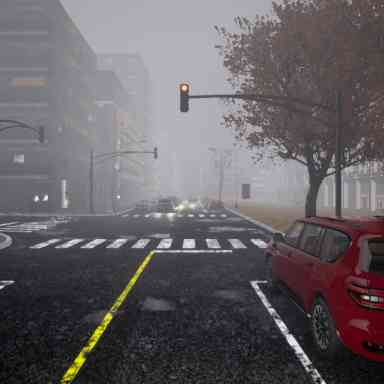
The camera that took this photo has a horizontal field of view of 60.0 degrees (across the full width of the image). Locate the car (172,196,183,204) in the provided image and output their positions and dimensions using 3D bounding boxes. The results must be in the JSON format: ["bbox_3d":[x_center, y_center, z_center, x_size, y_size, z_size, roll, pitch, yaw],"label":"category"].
[{"bbox_3d":[-2.910,1.594,68.684,2.033,1.411,5.357,0,0,0],"label":"car"}]

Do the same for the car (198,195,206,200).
[{"bbox_3d":[2.820,1.637,93.596,2.008,1.369,4.403,0,0,0],"label":"car"}]

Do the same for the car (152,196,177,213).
[{"bbox_3d":[-3.045,1.517,37.970,1.837,1.490,4.892,0,0,0],"label":"car"}]

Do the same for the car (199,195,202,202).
[{"bbox_3d":[2.782,1.625,65.932,1.802,1.307,4.206,0,0,0],"label":"car"}]

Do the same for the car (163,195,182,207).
[{"bbox_3d":[-3.023,1.380,51.073,2.097,1.767,4.553,0,0,0],"label":"car"}]

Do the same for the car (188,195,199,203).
[{"bbox_3d":[0.194,1.648,69.299,1.895,1.301,4.718,0,0,0],"label":"car"}]

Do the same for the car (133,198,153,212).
[{"bbox_3d":[-5.636,1.563,38.280,2.008,1.369,4.403,0,0,0],"label":"car"}]

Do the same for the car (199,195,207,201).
[{"bbox_3d":[2.813,1.620,88.063,1.887,1.381,4.507,0,0,0],"label":"car"}]

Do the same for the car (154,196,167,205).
[{"bbox_3d":[-5.606,1.476,60.412,1.967,1.590,4.097,0,0,0],"label":"car"}]

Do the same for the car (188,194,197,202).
[{"bbox_3d":[0.111,1.416,79.366,2.097,1.767,4.553,0,0,0],"label":"car"}]

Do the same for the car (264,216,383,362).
[{"bbox_3d":[2.700,1.315,5.881,2.192,1.841,5.009,0,0,0],"label":"car"}]

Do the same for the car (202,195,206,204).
[{"bbox_3d":[2.759,1.548,49.504,1.752,1.417,4.829,0,0,0],"label":"car"}]

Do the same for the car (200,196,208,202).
[{"bbox_3d":[2.797,1.583,77.168,1.752,1.417,4.829,0,0,0],"label":"car"}]

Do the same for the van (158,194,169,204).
[{"bbox_3d":[-5.598,1.384,65.945,1.690,1.788,3.998,0,0,0],"label":"van"}]

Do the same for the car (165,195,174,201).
[{"bbox_3d":[-5.576,1.506,82.542,1.967,1.590,4.097,0,0,0],"label":"car"}]

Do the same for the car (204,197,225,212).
[{"bbox_3d":[2.744,1.557,38.269,1.887,1.381,4.507,0,0,0],"label":"car"}]
